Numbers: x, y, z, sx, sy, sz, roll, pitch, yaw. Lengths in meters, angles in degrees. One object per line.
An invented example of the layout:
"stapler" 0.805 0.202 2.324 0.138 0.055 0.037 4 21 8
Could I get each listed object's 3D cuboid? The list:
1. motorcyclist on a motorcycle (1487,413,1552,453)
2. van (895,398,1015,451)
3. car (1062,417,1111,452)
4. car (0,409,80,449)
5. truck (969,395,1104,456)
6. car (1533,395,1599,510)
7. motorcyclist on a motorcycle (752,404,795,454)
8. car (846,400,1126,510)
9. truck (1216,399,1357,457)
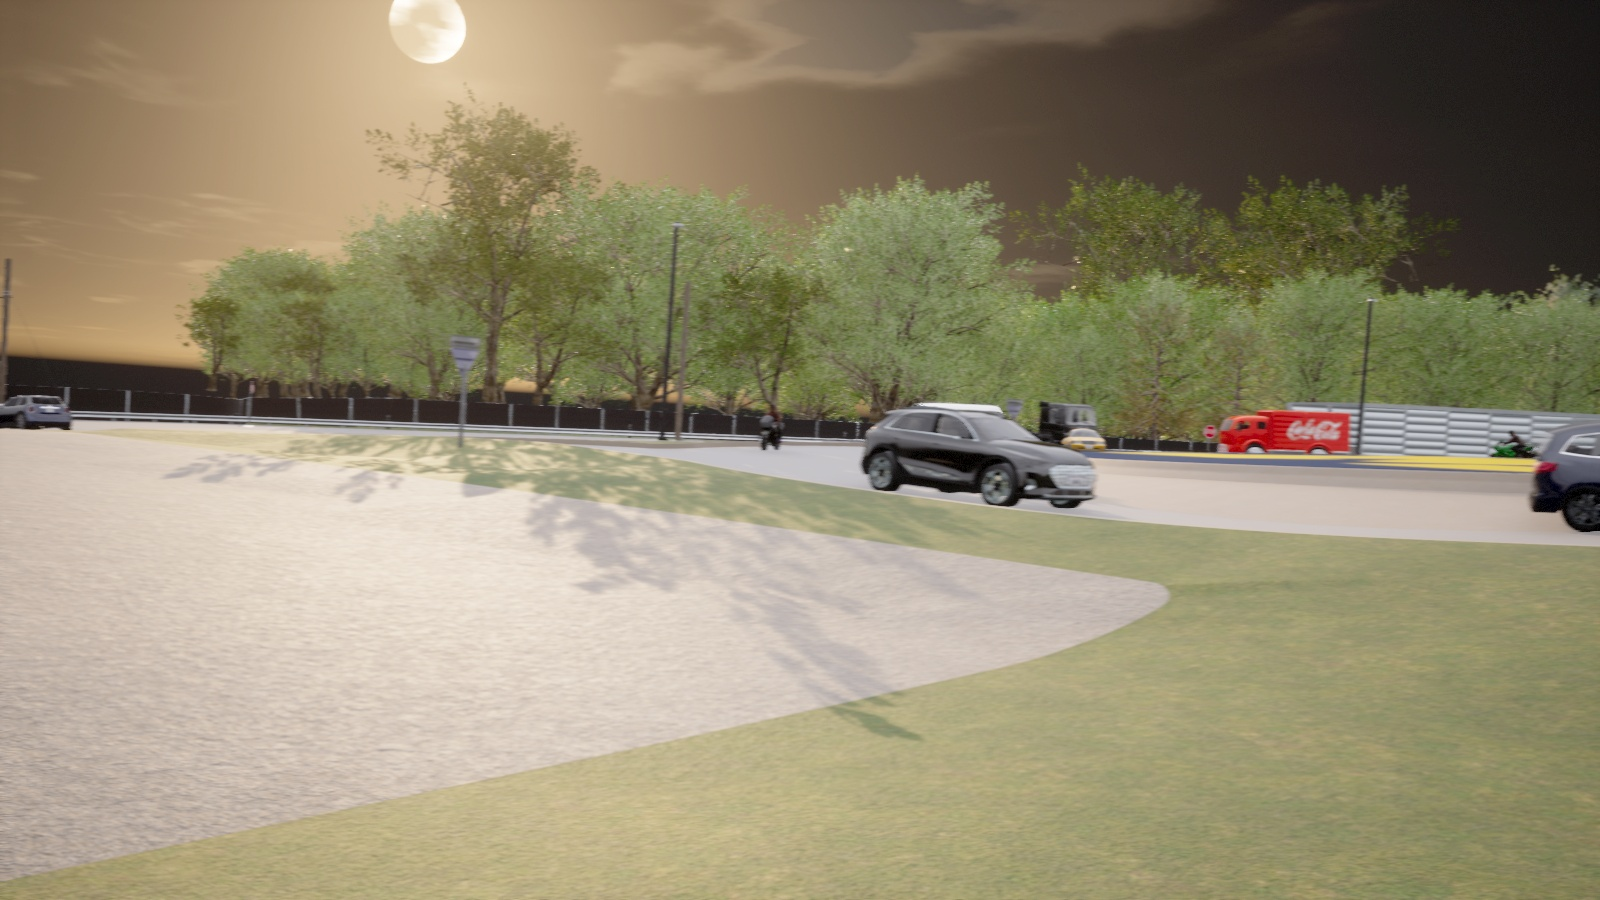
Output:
"motorcyclist on a motorcycle" 28.919 -0.667 50.498 0.797 1.523 2.044 0 -2 -37
"van" 6.517 -1.097 53.040 4.480 2.038 2.069 1 3 -15
"car" 14.349 -0.733 63.084 1.801 1.575 5.366 1 -1 7
"car" -31.694 -0.823 51.802 3.806 1.475 1.970 -2 -1 34
"truck" 14.061 -1.500 75.294 2.891 3.462 7.936 -1 2 -38
"car" 14.042 -0.013 19.313 4.611 1.667 2.242 -1 4 34
"motorcyclist on a motorcycle" -0.847 -0.688 40.681 0.797 1.523 2.044 4 2 14
"car" 3.200 0.016 22.575 2.033 1.649 4.856 1 2 -38
"truck" 21.474 -0.983 55.625 5.204 2.467 2.627 0 2 2
